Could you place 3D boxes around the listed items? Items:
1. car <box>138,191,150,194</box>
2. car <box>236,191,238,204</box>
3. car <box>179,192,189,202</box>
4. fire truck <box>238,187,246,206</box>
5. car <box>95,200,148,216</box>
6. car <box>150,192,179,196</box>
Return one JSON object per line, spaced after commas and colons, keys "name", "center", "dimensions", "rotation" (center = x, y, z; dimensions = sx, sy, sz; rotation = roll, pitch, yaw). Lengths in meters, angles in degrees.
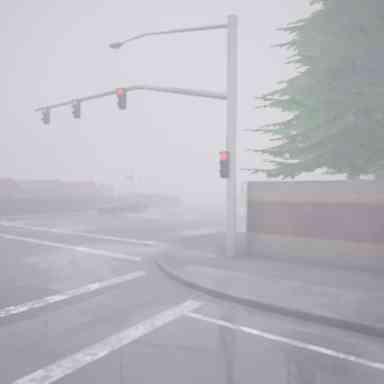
{"name": "car", "center": [-11.408, 0.968, 86.018], "dimensions": [3.806, 1.475, 1.970], "rotation": [1, 0, 35]}
{"name": "car", "center": [7.792, 1.006, 49.348], "dimensions": [2.150, 2.045, 5.566], "rotation": [0, 0, 35]}
{"name": "car", "center": [-2.456, 1.077, 72.557], "dimensions": [3.806, 1.475, 1.970], "rotation": [1, 0, 35]}
{"name": "fire truck", "center": [9.947, 0.143, 46.209], "dimensions": [2.891, 3.827, 8.468], "rotation": [1, 0, 35]}
{"name": "car", "center": [-6.180, 1.386, 29.500], "dimensions": [1.895, 1.301, 4.718], "rotation": [1, 0, 35]}
{"name": "car", "center": [-5.651, 0.836, 67.984], "dimensions": [4.605, 1.855, 1.932], "rotation": [1, 0, 35]}
